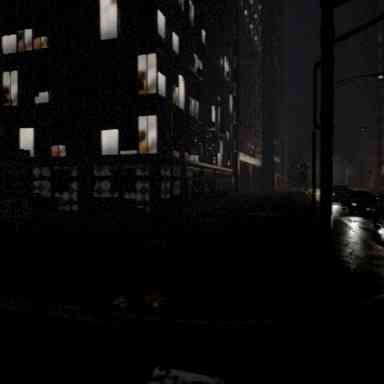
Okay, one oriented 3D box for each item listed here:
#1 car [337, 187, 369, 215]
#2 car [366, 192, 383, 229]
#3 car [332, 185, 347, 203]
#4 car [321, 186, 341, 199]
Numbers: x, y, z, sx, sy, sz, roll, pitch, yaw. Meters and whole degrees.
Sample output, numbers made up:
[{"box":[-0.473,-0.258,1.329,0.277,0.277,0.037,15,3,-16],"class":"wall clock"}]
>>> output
[{"box":[10.846,0.637,21.498,1.812,1.442,4.674,0,2,16],"class":"car"},{"box":[8.382,0.931,12.844,1.812,1.442,4.674,0,2,15],"class":"car"},{"box":[13.720,0.138,30.933,2.097,1.767,4.553,0,2,18],"class":"car"},{"box":[17.029,-0.018,40.959,2.033,1.411,5.357,0,2,19],"class":"car"}]
